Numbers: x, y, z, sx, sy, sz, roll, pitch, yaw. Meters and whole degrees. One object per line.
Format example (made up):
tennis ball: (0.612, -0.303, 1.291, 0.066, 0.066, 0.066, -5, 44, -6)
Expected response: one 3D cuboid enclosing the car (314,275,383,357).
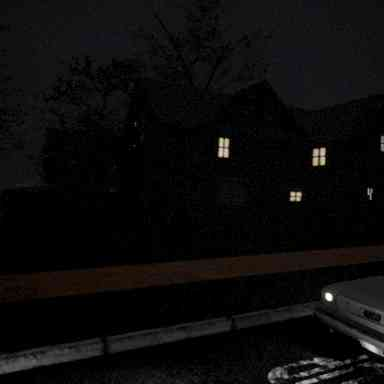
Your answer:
car: (4.188, 1.624, 5.001, 4.718, 1.301, 1.895, 1, 1, -25)
